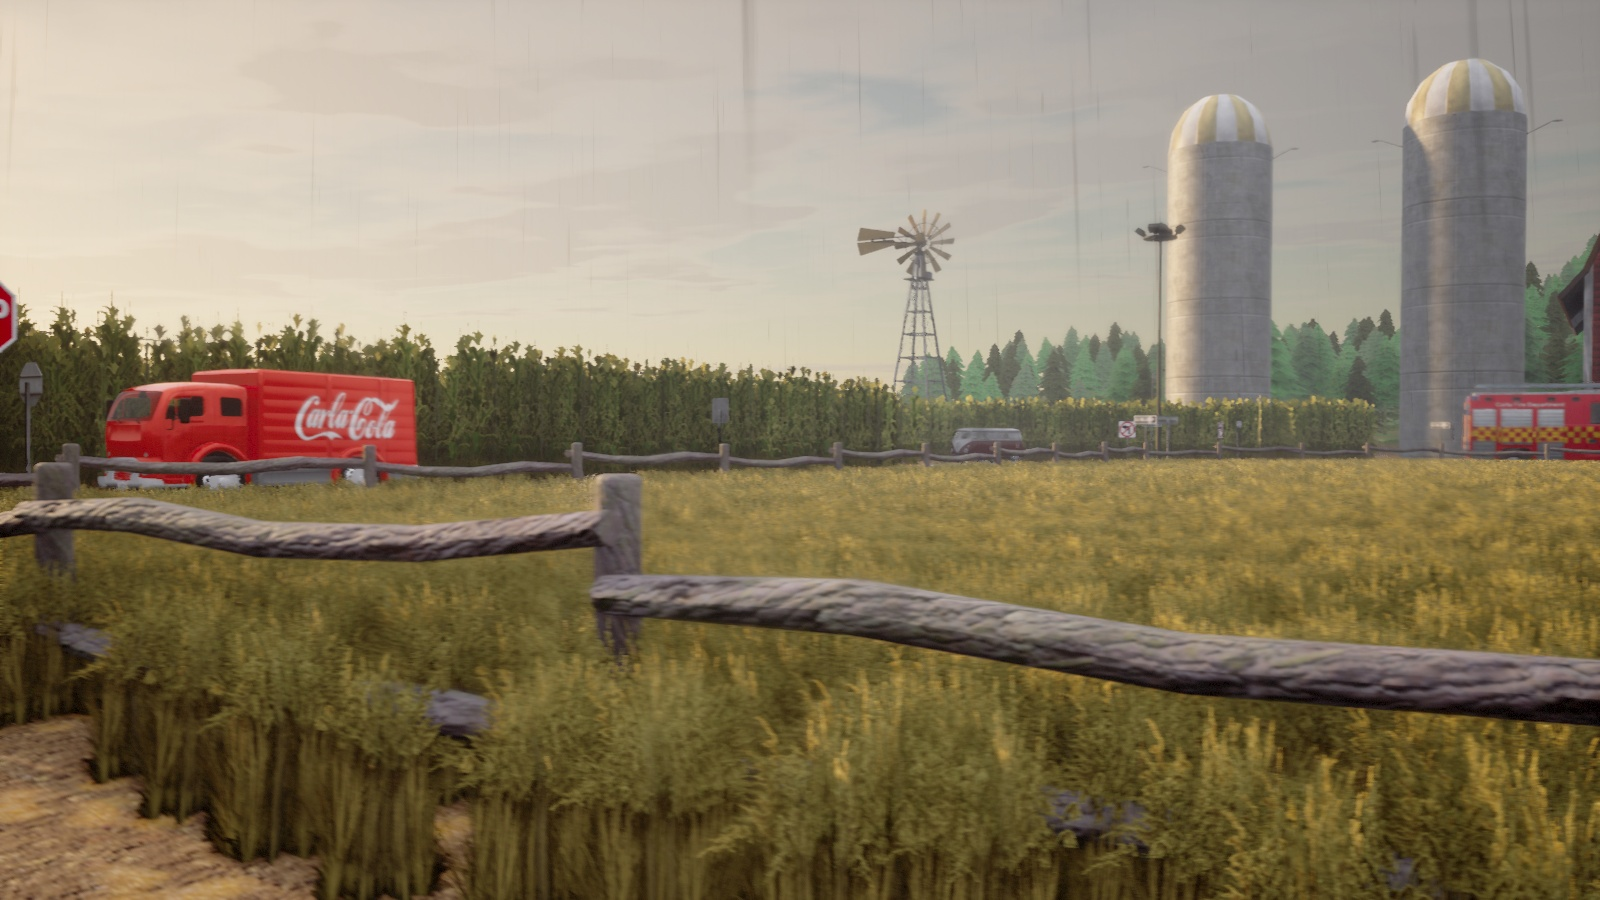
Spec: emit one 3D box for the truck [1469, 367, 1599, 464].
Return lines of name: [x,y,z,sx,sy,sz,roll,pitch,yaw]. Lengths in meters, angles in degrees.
truck: [32.146,-1.385,51.136,8.468,3.827,2.891,0,1,24]

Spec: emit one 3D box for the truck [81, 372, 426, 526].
truck: [-9.838,-0.030,23.059,2.627,2.467,5.204,0,0,34]

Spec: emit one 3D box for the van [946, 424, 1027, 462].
van: [10.170,-0.399,68.438,4.442,1.987,1.775,-1,1,-38]
